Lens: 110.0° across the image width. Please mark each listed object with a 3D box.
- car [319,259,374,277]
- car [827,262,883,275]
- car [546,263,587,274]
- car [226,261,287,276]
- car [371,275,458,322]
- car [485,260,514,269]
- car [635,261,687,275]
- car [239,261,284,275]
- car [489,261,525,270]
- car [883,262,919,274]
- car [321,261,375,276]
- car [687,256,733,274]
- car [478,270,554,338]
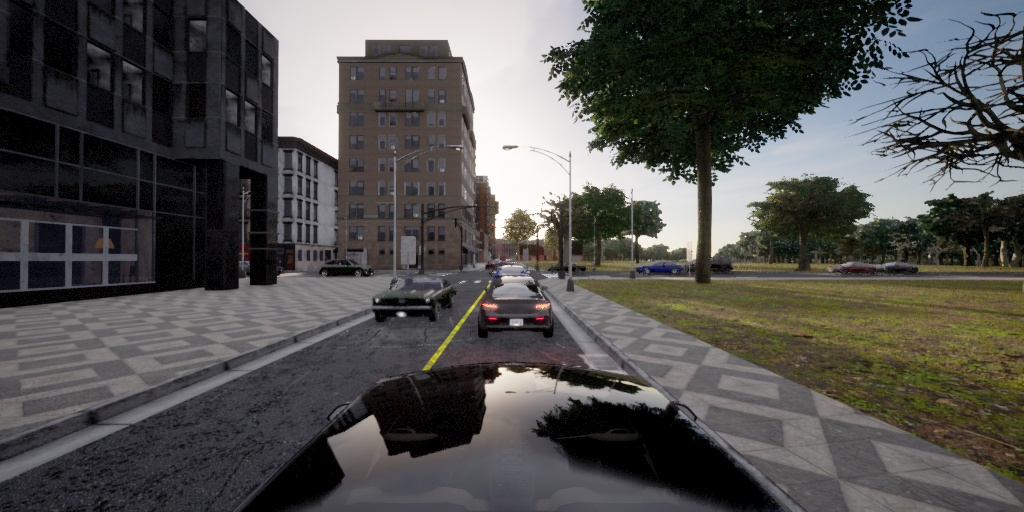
[{"bbox_3d":[-15.246,1.074,33.272,4.553,1.767,2.097,0,-1,0],"label":"car"},{"bbox_3d":[38.105,1.374,40.210,4.674,1.442,1.812,0,-1,0],"label":"car"},{"bbox_3d":[6.490,1.446,43.327,4.718,1.301,1.895,0,-1,0],"label":"car"},{"bbox_3d":[-25.882,1.266,36.469,4.892,1.490,1.837,0,-1,0],"label":"car"},{"bbox_3d":[-3.135,1.357,12.374,1.895,1.301,4.718,0,0,0],"label":"car"},{"bbox_3d":[-0.434,1.343,35.273,1.994,1.385,4.181,0,0,36],"label":"car"},{"bbox_3d":[16.357,1.297,40.125,5.008,1.535,1.882,0,-1,0],"label":"car"},{"bbox_3d":[-24.383,1.216,33.226,4.902,1.511,2.128,0,-1,0],"label":"car"},{"bbox_3d":[-0.015,1.241,19.512,1.882,1.535,5.008,0,0,0],"label":"car"},{"bbox_3d":[46.353,1.426,43.437,4.674,1.442,1.812,0,-1,0],"label":"car"},{"bbox_3d":[-16.627,1.283,36.519,4.674,1.442,1.812,0,-1,-2],"label":"car"},{"bbox_3d":[23.700,1.083,43.415,5.566,2.045,2.150,0,-1,0],"label":"car"},{"bbox_3d":[0.076,1.280,10.122,1.812,1.442,4.674,0,0,-1],"label":"car"}]
